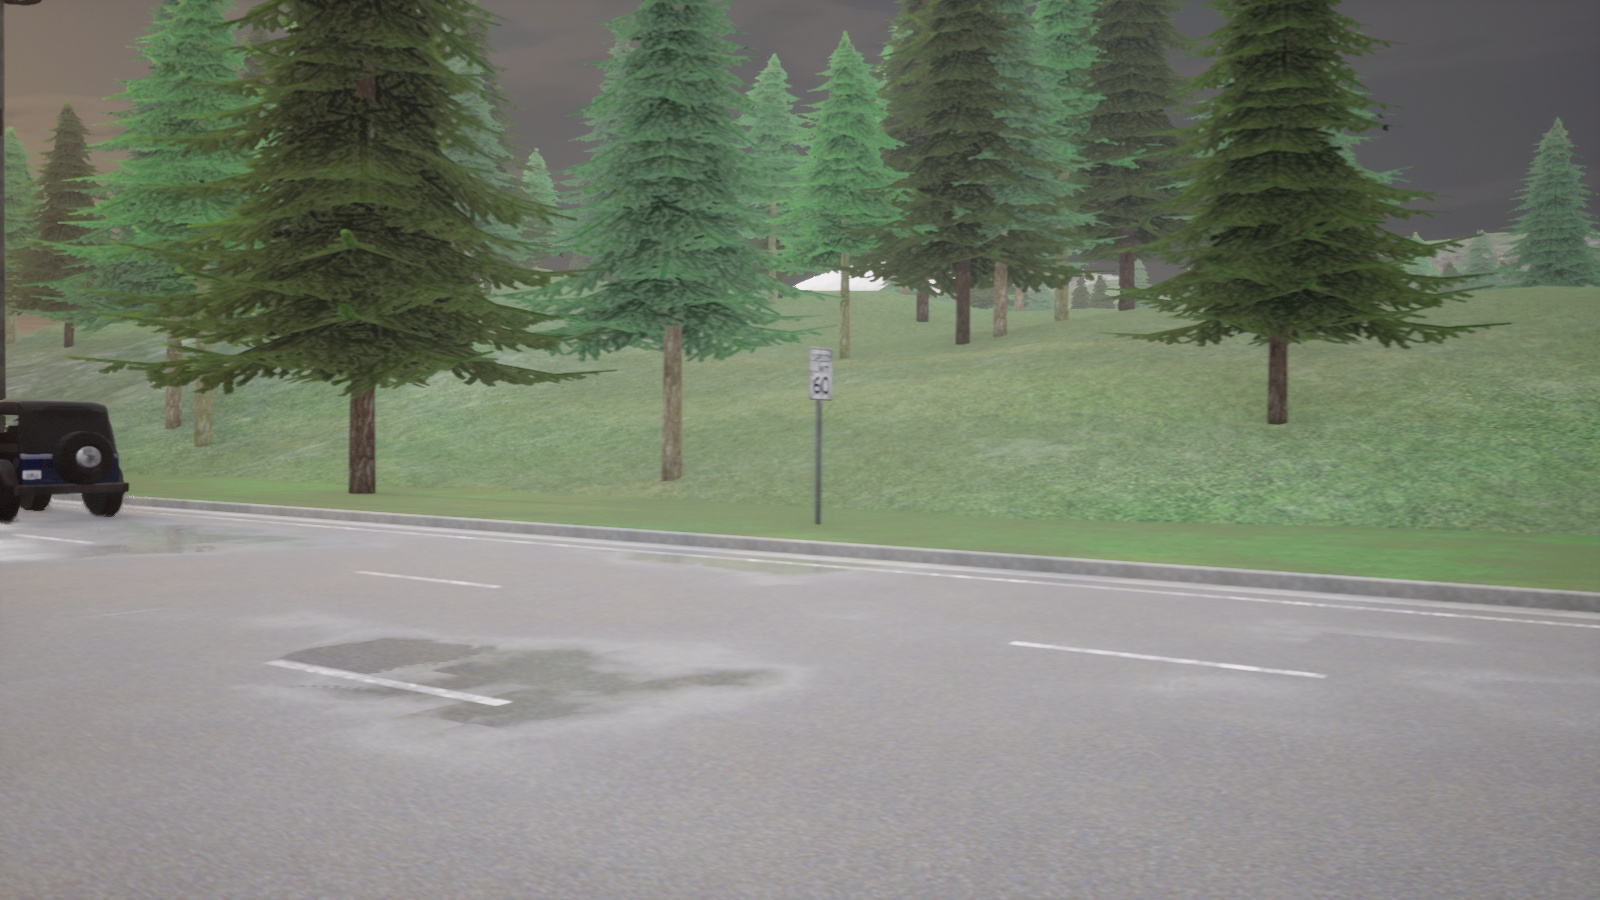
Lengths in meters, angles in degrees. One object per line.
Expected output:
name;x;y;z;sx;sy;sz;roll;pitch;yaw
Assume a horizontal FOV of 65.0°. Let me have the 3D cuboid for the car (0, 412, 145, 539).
car;-12.682;0.363;20.449;3.866;1.878;1.905;0;1;34
